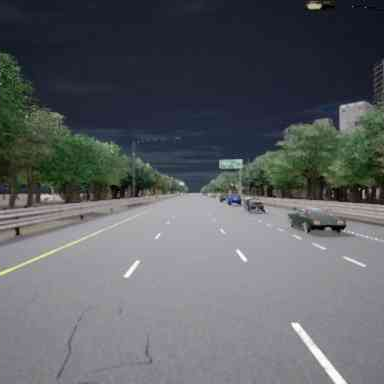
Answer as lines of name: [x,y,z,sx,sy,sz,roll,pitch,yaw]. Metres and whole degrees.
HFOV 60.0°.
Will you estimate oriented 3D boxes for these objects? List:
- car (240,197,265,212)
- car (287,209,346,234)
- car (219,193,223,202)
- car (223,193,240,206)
car: [7.072,1.528,38.367,1.837,1.490,4.892,0,0,0]
car: [7.016,1.611,19.328,1.895,1.301,4.718,0,0,0]
car: [7.288,1.259,74.707,2.150,2.045,5.566,0,0,0]
car: [7.166,1.274,57.259,2.150,2.045,5.566,0,0,0]
